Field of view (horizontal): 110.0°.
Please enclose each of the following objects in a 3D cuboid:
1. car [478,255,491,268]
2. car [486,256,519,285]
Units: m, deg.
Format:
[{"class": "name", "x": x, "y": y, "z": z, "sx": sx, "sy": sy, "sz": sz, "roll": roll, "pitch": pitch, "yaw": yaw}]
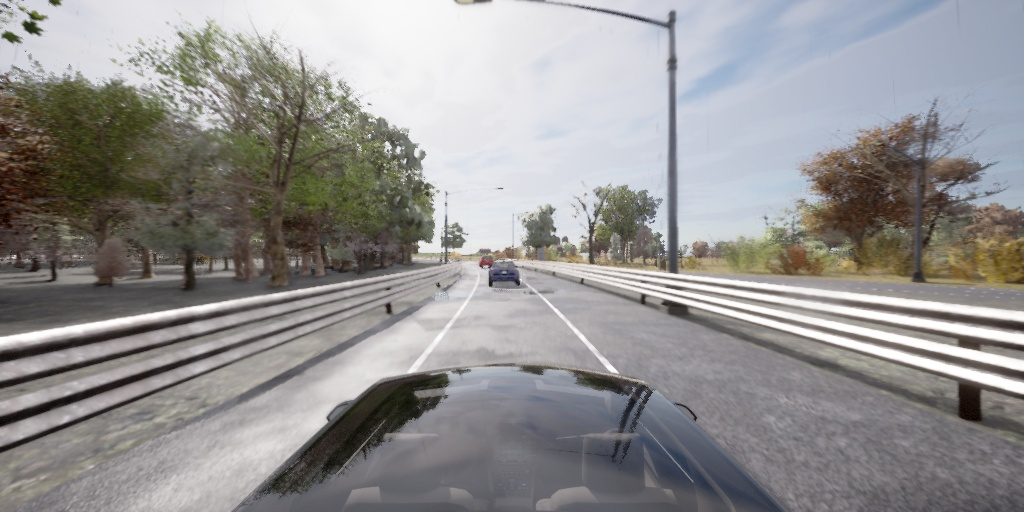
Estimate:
[{"class": "car", "x": -4.350, "y": 0.930, "z": 59.654, "sx": 2.150, "sy": 2.045, "sz": 5.566, "roll": 0, "pitch": 0, "yaw": -10}, {"class": "car", "x": -0.667, "y": 1.100, "z": 26.024, "sx": 2.097, "sy": 1.767, "sz": 4.553, "roll": 0, "pitch": 0, "yaw": -4}]
